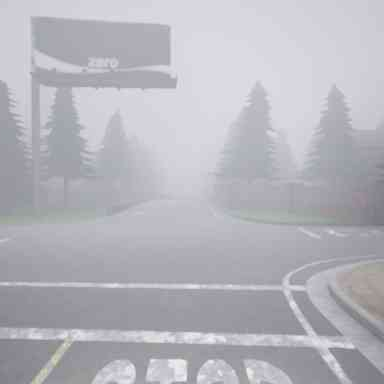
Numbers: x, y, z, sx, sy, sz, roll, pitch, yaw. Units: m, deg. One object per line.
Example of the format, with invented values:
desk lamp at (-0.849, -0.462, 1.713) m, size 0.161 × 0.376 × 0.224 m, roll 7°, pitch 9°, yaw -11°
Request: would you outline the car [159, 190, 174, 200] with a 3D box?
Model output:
car at (-3.498, 0.400, 46.865) m, size 1.812 × 1.442 × 4.674 m, roll 0°, pitch 2°, yaw 0°
